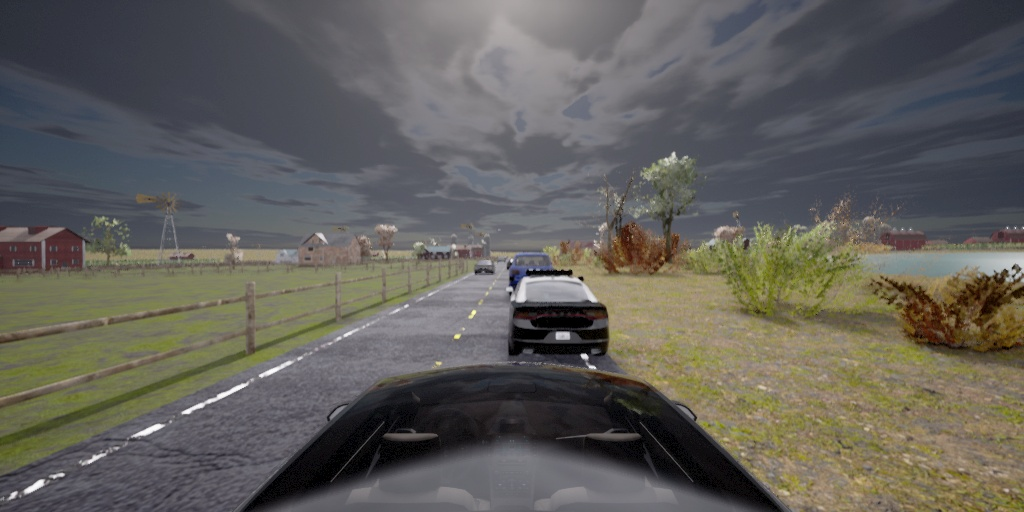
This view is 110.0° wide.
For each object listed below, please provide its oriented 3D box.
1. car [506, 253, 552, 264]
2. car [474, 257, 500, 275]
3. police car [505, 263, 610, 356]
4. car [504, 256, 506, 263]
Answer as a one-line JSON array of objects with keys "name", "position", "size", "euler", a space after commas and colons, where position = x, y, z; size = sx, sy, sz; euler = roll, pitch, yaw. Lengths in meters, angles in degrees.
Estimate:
[{"name": "car", "position": [0.944, 0.861, 18.553], "size": [2.150, 2.045, 5.566], "euler": [0, 0, 0]}, {"name": "car", "position": [-2.617, 1.079, 35.433], "size": [2.033, 1.411, 5.357], "euler": [0, 0, 0]}, {"name": "police car", "position": [0.876, 1.128, 8.635], "size": [1.930, 1.638, 5.238], "euler": [0, 0, 0]}, {"name": "car", "position": [0.334, 1.035, 46.313], "size": [1.994, 1.385, 4.181], "euler": [0, 0, 2]}]
